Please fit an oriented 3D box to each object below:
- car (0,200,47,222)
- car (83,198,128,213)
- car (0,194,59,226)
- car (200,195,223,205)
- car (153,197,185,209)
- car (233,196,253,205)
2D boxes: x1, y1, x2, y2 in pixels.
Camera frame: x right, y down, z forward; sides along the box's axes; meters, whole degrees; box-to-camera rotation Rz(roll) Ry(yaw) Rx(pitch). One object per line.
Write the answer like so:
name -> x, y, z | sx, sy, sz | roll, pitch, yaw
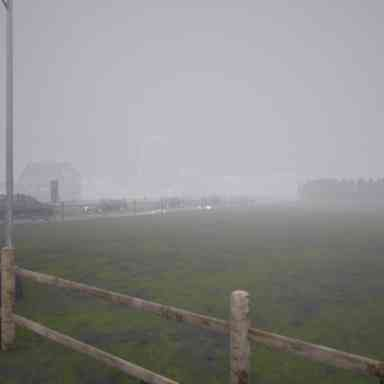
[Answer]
car -> -14.153, 1.420, 25.845 | 1.882, 1.535, 5.008 | -1, 0, 36
car -> -8.700, 1.393, 33.724 | 2.128, 1.511, 4.902 | -1, 0, 35
car -> -12.173, 1.144, 23.248 | 2.150, 2.045, 5.566 | 0, 0, 34
car -> 3.056, 1.313, 50.795 | 1.837, 1.490, 4.892 | -1, 0, 34
car -> -2.851, 1.362, 42.235 | 1.837, 1.490, 4.892 | -1, 0, 34
car -> 8.291, 1.325, 53.269 | 1.994, 1.385, 4.181 | -1, 0, 35
